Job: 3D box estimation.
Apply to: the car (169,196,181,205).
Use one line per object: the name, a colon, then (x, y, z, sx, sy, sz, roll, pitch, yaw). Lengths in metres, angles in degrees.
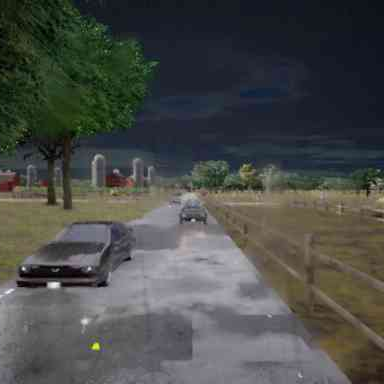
car: (-2.771, 1.435, 55.135, 1.837, 1.490, 4.892, 0, 0, 0)

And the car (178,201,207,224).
car: (0.093, 1.585, 24.294, 1.895, 1.301, 4.718, 0, 0, 0)

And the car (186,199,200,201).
car: (0.085, 1.517, 41.285, 1.994, 1.385, 4.181, 0, 0, 0)

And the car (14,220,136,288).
car: (-2.850, 1.542, 9.562, 2.033, 1.411, 5.357, 0, 0, 0)
